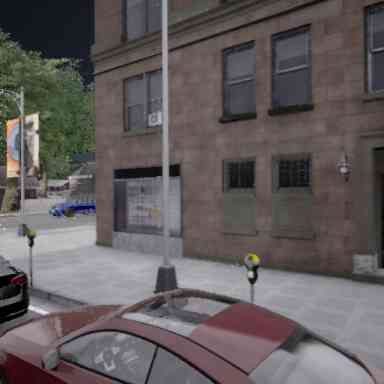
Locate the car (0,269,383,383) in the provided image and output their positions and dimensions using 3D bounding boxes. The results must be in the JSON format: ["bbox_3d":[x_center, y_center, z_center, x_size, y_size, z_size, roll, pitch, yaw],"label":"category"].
[{"bbox_3d":[-0.243,1.597,2.982,4.206,1.307,1.802,-1,0,35],"label":"car"}]

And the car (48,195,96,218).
[{"bbox_3d":[-10.755,1.323,31.736,2.150,2.045,5.566,-1,0,35],"label":"car"}]

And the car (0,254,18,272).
[{"bbox_3d":[-4.739,1.628,6.183,4.313,1.339,1.947,-1,0,35],"label":"car"}]
